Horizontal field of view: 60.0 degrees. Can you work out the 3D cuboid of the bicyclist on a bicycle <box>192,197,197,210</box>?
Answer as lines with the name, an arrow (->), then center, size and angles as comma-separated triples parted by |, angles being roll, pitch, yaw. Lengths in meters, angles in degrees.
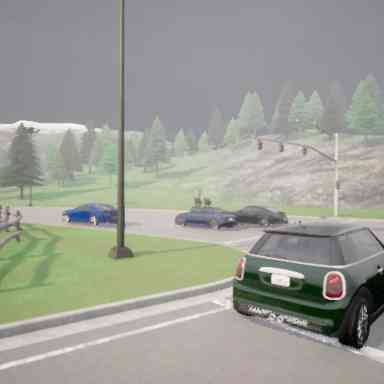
bicyclist on a bicycle -> 0.833, 1.449, 40.073 | 0.582, 1.620, 1.656 | 0, 0, 33

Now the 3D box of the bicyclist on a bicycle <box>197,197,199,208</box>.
bicyclist on a bicycle -> 1.575, 1.451, 39.580 | 0.582, 1.620, 1.656 | 0, 0, 34

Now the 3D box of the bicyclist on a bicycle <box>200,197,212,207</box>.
bicyclist on a bicycle -> 1.945, 1.452, 39.332 | 0.582, 1.620, 1.656 | 0, 0, 34

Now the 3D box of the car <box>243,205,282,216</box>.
car -> 4.327, 1.628, 23.062 | 4.674, 1.442, 1.812 | 0, 0, 42

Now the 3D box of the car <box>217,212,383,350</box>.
car -> 2.795, 1.388, 6.673 | 2.097, 1.767, 4.553 | 0, 0, 43

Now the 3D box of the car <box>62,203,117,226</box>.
car -> -7.161, 1.527, 23.646 | 5.008, 1.535, 1.882 | 0, 0, 35

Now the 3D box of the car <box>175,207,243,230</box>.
car -> 0.865, 1.645, 21.721 | 4.181, 1.385, 1.994 | 0, 0, 40

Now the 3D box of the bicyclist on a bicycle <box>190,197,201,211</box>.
bicyclist on a bicycle -> 0.461, 1.448, 40.318 | 0.582, 1.620, 1.656 | 0, 0, 33
